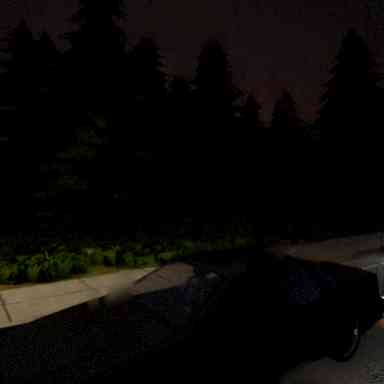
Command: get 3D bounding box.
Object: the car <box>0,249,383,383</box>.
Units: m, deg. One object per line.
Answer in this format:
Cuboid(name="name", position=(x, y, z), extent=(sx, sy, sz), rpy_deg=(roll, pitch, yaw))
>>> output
Cuboid(name="car", position=(0.448, 1.529, 4.312), extent=(5.357, 1.411, 2.033), rpy_deg=(0, 0, -35))
